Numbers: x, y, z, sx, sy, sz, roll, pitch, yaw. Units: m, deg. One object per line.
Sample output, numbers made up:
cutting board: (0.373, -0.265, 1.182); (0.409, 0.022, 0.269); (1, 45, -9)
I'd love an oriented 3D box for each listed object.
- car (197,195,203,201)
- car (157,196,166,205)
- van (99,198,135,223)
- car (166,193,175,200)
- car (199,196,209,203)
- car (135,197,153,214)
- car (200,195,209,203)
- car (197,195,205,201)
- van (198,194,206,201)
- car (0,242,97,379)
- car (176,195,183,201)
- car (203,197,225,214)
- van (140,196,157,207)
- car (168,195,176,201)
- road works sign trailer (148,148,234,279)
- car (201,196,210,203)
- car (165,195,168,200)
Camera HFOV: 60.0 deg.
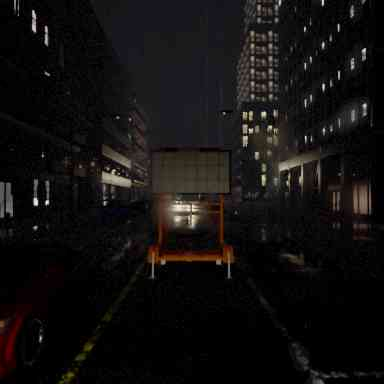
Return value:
car: (2.514, 1.352, 64.968); (2.192, 1.841, 5.009); (1, 0, 0)
car: (-5.837, 1.590, 53.664); (2.008, 1.369, 4.403); (1, 0, 0)
van: (-5.748, 1.369, 25.168); (1.690, 1.788, 3.998); (1, 0, 0)
car: (-5.952, 1.338, 93.554); (2.192, 1.841, 5.009); (1, 0, 0)
car: (2.492, 1.586, 70.666); (2.008, 1.369, 4.403); (1, 0, 0)
car: (-5.786, 1.602, 36.569); (1.947, 1.339, 4.313); (1, 0, 0)
car: (2.561, 1.584, 47.873); (1.887, 1.381, 4.507); (1, 0, 0)
car: (2.417, 1.592, 87.759); (1.947, 1.339, 4.313); (1, 0, 0)
van: (2.472, 1.371, 82.062); (1.690, 1.788, 3.998); (1, 0, 0)
car: (-3.017, 1.573, 5.502); (1.994, 1.385, 4.181); (0, 0, 0)
car: (-3.250, 1.522, 82.879); (2.128, 1.511, 4.902); (0, 0, 0)
car: (2.595, 1.586, 36.478); (2.008, 1.369, 4.403); (1, 0, 0)
van: (-5.799, 1.379, 42.267); (1.690, 1.788, 3.998); (1, 0, 0)
car: (-5.918, 1.345, 82.158); (2.192, 1.841, 5.009); (1, 0, 0)
road works sign trailer: (-0.031, 0.479, 10.091); (2.380, 3.560, 2.880); (0, 0, 0)
car: (2.578, 1.589, 42.175); (2.008, 1.369, 4.403); (1, 0, 0)
car: (-5.855, 1.620, 59.361); (1.802, 1.307, 4.206); (1, 0, 0)
